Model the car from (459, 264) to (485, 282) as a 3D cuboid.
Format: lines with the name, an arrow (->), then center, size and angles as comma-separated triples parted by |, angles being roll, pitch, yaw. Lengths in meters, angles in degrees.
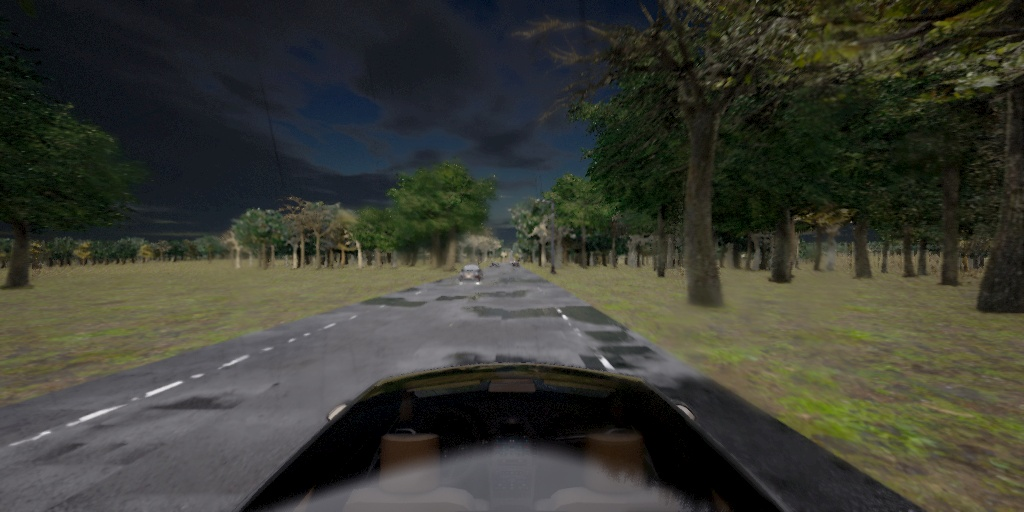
car -> -3.585, 1.477, 32.135 | 1.812, 1.442, 4.674 | 0, -1, 0
